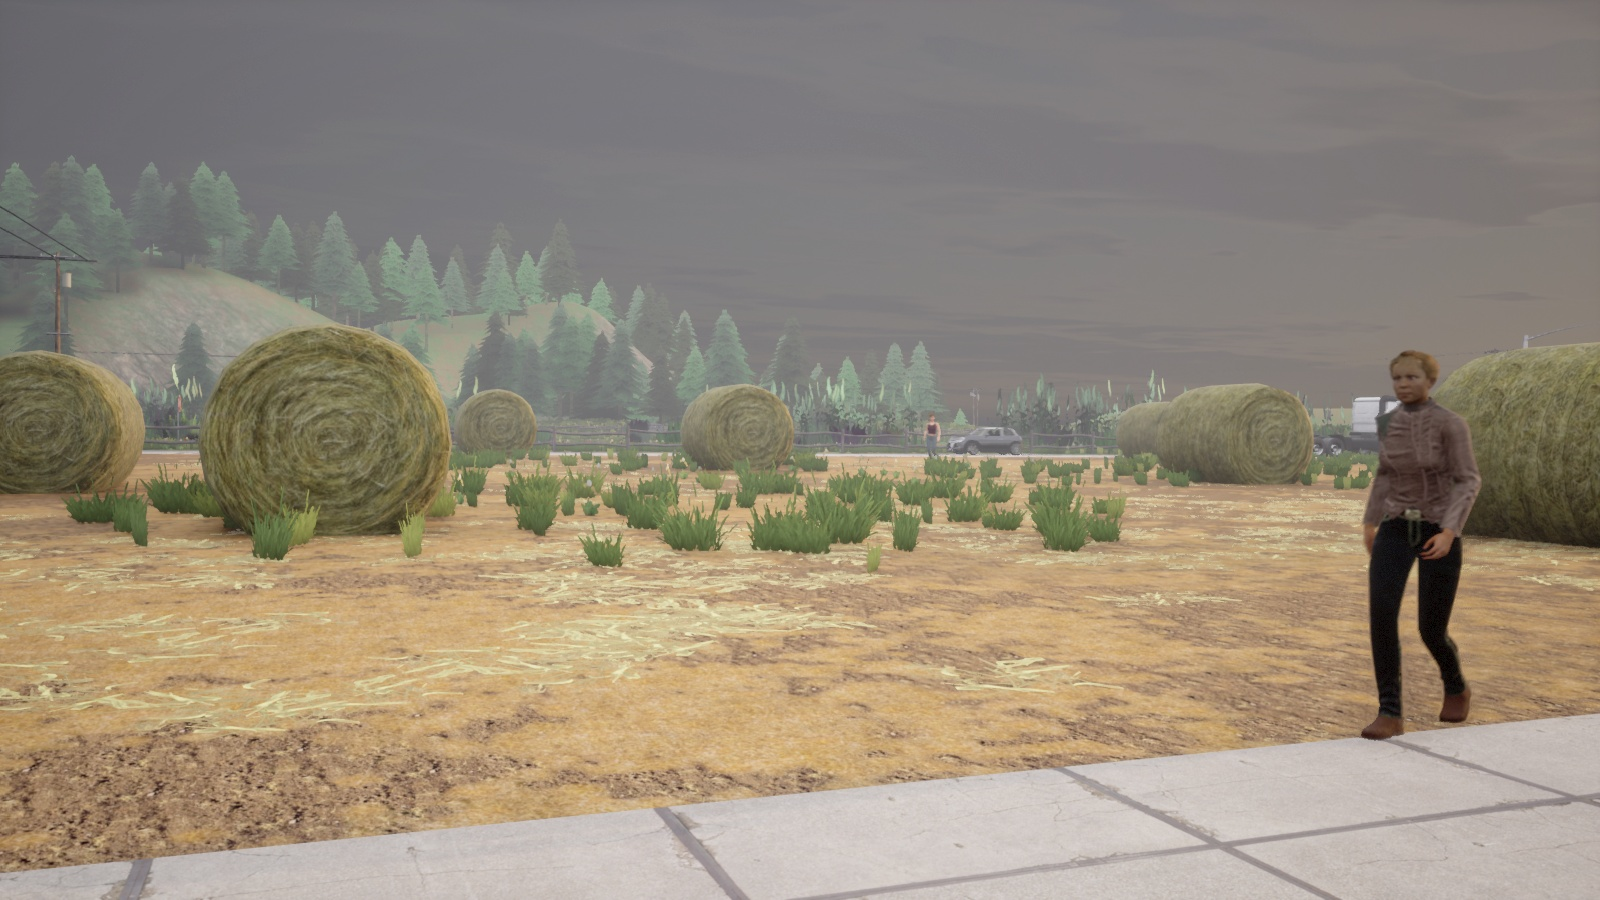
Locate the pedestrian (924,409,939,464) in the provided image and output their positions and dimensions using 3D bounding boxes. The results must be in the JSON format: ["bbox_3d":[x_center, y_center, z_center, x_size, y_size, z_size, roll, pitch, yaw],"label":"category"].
[{"bbox_3d":[4.419,-0.466,42.182,0.345,1.836,0.594,0,1,24],"label":"pedestrian"}]

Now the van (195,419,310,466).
[{"bbox_3d":[-24.080,-0.362,55.379,4.442,1.987,1.775,-1,1,-17],"label":"van"}]

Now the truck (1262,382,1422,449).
[{"bbox_3d":[29.337,-1.891,68.008,7.936,3.462,2.891,-1,1,-17],"label":"truck"}]

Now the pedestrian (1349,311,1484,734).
[{"bbox_3d":[2.851,0.313,5.802,0.634,1.846,0.331,-2,2,-40],"label":"pedestrian"}]

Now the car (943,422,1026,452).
[{"bbox_3d":[9.624,-0.698,65.668,3.806,1.475,1.970,-1,1,-17],"label":"car"}]
